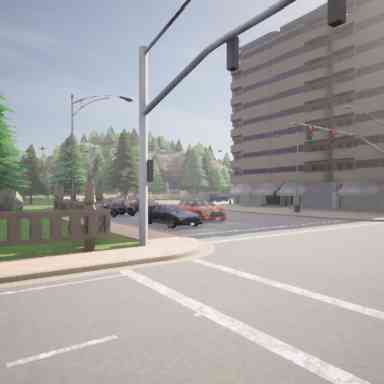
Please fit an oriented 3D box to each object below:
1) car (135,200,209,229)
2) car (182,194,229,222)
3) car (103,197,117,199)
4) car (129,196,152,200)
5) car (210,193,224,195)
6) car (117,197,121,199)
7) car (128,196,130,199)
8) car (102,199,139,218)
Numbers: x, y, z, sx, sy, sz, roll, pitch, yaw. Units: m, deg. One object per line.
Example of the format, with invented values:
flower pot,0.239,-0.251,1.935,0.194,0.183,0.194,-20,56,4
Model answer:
car,-1.457,1.492,21.623,2.033,1.411,5.357,0,0,-34
car,0.582,1.296,24.982,2.097,1.767,4.553,0,0,-33
car,-10.472,1.437,40.314,2.128,1.511,4.902,0,0,-13
car,-4.680,1.422,34.031,1.882,1.535,5.008,0,0,-23
car,5.737,1.170,71.222,2.150,2.045,5.566,0,0,40
car,-11.750,1.492,50.897,2.033,1.411,5.357,0,0,0
car,-7.609,1.297,43.701,2.097,1.767,4.553,0,0,-8
car,-6.603,1.546,30.144,1.895,1.301,4.718,0,0,-28
